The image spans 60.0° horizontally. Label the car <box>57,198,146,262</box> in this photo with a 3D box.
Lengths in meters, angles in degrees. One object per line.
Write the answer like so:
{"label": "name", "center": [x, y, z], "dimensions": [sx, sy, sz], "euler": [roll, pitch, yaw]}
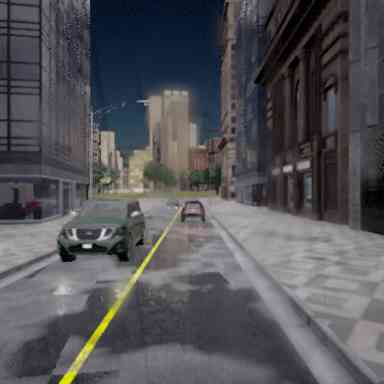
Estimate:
{"label": "car", "center": [-3.106, 1.256, 12.628], "dimensions": [2.150, 2.045, 5.566], "euler": [0, 0, 0]}

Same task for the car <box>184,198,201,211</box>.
{"label": "car", "center": [0.067, 1.608, 44.257], "dimensions": [2.128, 1.511, 4.902], "euler": [0, 0, 0]}

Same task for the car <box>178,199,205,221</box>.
{"label": "car", "center": [0.090, 1.504, 28.223], "dimensions": [2.033, 1.649, 4.856], "euler": [0, 0, 0]}

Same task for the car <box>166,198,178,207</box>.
{"label": "car", "center": [-3.084, 1.704, 53.636], "dimensions": [1.994, 1.385, 4.181], "euler": [0, 0, 0]}
